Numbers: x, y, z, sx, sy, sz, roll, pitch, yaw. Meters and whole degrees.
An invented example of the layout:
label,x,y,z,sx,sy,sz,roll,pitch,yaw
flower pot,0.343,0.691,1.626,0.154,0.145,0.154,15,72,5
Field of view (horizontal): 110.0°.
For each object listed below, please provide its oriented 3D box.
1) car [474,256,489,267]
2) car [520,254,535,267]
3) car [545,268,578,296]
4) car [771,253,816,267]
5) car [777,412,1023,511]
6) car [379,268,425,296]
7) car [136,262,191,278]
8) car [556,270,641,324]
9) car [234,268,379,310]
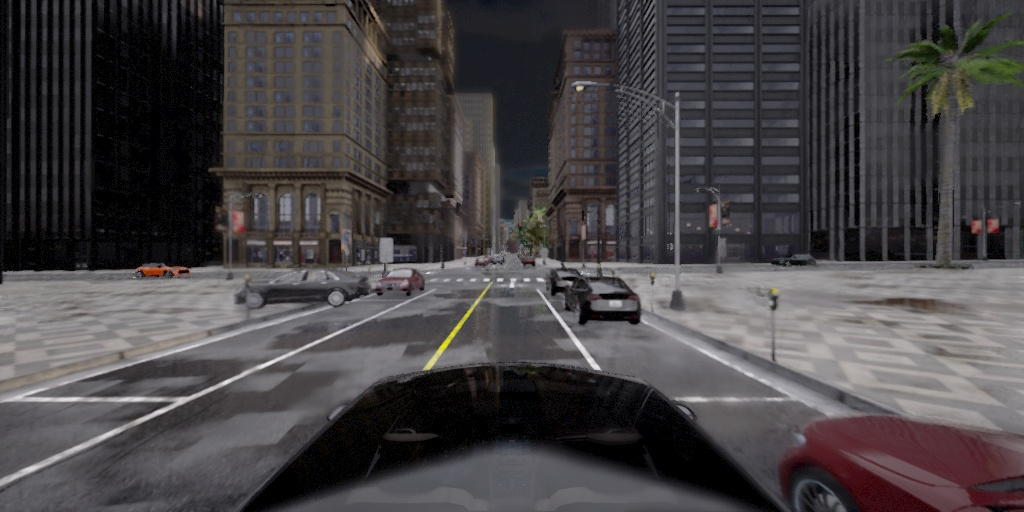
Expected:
label,x,y,z,sx,sy,sz,roll,pitch,yaw
car,-5.508,1.088,62.399,1.888,1.381,4.507,0,0,0
car,3.017,0.857,62.347,2.192,1.841,5.009,0,0,0
car,2.762,1.286,19.025,1.948,1.339,4.313,0,0,0
car,35.301,0.484,45.085,4.553,1.767,2.097,-1,0,1
car,2.763,1.332,0.857,1.802,1.307,4.207,0,0,0
car,-5.763,1.303,19.030,1.802,1.307,4.207,0,0,0
car,-37.511,1.457,38.656,4.553,1.767,2.097,-1,0,0
car,2.762,1.302,11.659,1.948,1.339,4.313,0,0,0
car,-7.492,1.122,13.111,4.403,1.370,2.007,0,0,-9
